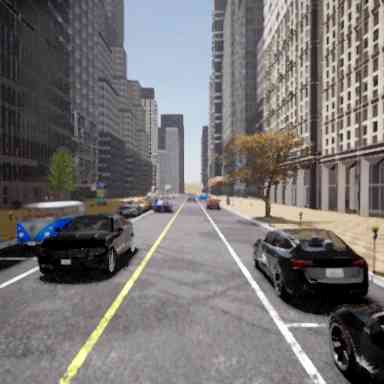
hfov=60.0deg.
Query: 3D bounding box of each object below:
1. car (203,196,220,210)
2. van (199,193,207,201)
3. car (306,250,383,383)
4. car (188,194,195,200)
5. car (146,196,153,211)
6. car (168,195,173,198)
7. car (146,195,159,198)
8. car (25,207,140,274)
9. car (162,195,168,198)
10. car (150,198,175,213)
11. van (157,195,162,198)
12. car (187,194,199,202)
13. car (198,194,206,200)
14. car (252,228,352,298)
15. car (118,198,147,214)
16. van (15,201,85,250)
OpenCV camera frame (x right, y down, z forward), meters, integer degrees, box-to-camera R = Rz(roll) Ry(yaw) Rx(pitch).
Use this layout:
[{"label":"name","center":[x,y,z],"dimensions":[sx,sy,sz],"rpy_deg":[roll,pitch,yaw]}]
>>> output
[{"label":"car","center":[2.642,1.500,42.057],"dimensions":[1.802,1.307,4.206],"rpy_deg":[-1,0,0]},{"label":"van","center":[2.606,1.225,75.807],"dimensions":[1.690,1.788,3.998],"rpy_deg":[-1,0,0]},{"label":"car","center":[2.678,1.558,2.681],"dimensions":[1.947,1.339,4.313],"rpy_deg":[-1,0,0]},{"label":"car","center":[-0.077,1.295,85.289],"dimensions":[1.812,1.442,4.674],"rpy_deg":[0,0,0]},{"label":"car","center":[-5.734,1.455,36.254],"dimensions":[1.752,1.417,4.829],"rpy_deg":[-1,0,0]},{"label":"car","center":[-5.765,1.442,70.175],"dimensions":[2.008,1.369,4.403],"rpy_deg":[-1,0,0]},{"label":"car","center":[-5.739,1.467,42.049],"dimensions":[1.887,1.381,4.507],"rpy_deg":[-1,0,0]},{"label":"car","center":[-3.096,1.453,10.668],"dimensions":[1.882,1.535,5.008],"rpy_deg":[0,0,0]},{"label":"car","center":[-5.754,1.446,58.924],"dimensions":[1.887,1.381,4.507],"rpy_deg":[-1,0,0]},{"label":"car","center":[-3.032,1.585,36.209],"dimensions":[1.895,1.301,4.718],"rpy_deg":[0,0,0]},{"label":"van","center":[-5.748,1.256,47.673],"dimensions":[1.690,1.788,3.998],"rpy_deg":[-1,0,0]},{"label":"car","center":[-0.067,1.425,74.663],"dimensions":[2.033,1.411,5.357],"rpy_deg":[0,0,0]},{"label":"car","center":[2.598,1.318,87.057],"dimensions":[1.967,1.590,4.097],"rpy_deg":[-1,0,0]},{"label":"car","center":[2.672,1.545,8.306],"dimensions":[1.947,1.339,4.313],"rpy_deg":[-1,0,0]},{"label":"car","center":[-5.729,1.489,30.799],"dimensions":[2.008,1.369,4.403],"rpy_deg":[-1,0,0]},{"label":"van","center":[-5.716,1.311,13.923],"dimensions":[1.690,1.788,3.998],"rpy_deg":[-1,0,0]}]
